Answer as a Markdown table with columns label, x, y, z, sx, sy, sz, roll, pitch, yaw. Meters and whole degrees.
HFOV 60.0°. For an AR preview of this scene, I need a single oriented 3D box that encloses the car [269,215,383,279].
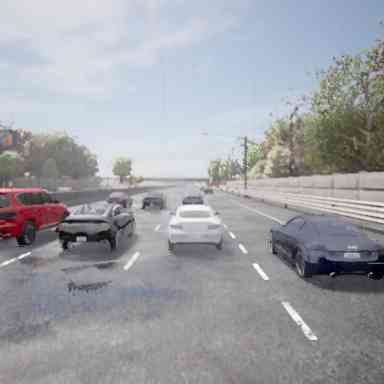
| label | x | y | z | sx | sy | sz | roll | pitch | yaw |
| --- | --- | --- | --- | --- | --- | --- | --- | --- | --- |
| car | 3.512 | 1.317 | 9.312 | 1.994 | 1.385 | 4.181 | 0 | 1 | 0 |

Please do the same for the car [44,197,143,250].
| label | x | y | z | sx | sy | sz | roll | pitch | yaw |
| --- | --- | --- | --- | --- | --- | --- | --- | --- | --- |
| car | -3.398 | 1.171 | 12.639 | 2.128 | 1.511 | 4.902 | 0 | 1 | 0 |

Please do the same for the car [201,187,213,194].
| label | x | y | z | sx | sy | sz | roll | pitch | yaw |
| --- | --- | --- | --- | --- | --- | --- | --- | --- | --- |
| car | 3.509 | -0.276 | 71.943 | 1.837 | 1.490 | 4.892 | 0 | 1 | 0 |

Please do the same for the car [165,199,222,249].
| label | x | y | z | sx | sy | sz | roll | pitch | yaw |
| --- | --- | --- | --- | --- | --- | --- | --- | --- | --- |
| car | 0.101 | 1.205 | 12.676 | 1.812 | 1.442 | 4.674 | 0 | 1 | 0 |

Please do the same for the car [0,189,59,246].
| label | x | y | z | sx | sy | sz | roll | pitch | yaw |
| --- | --- | --- | --- | --- | --- | --- | --- | --- | --- |
| car | -6.899 | 0.880 | 13.488 | 2.150 | 2.045 | 5.566 | 0 | 1 | 0 |

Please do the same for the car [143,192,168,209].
| label | x | y | z | sx | sy | sz | roll | pitch | yaw |
| --- | --- | --- | --- | --- | --- | --- | --- | --- | --- |
| car | -3.396 | 0.741 | 30.553 | 1.837 | 1.490 | 4.892 | 0 | 1 | 0 |

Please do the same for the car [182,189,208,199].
| label | x | y | z | sx | sy | sz | roll | pitch | yaw |
| --- | --- | --- | --- | --- | --- | --- | --- | --- | --- |
| car | 0.104 | 0.729 | 30.481 | 2.128 | 1.511 | 4.902 | 0 | 1 | 0 |

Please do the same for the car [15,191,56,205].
| label | x | y | z | sx | sy | sz | roll | pitch | yaw |
| --- | --- | --- | --- | --- | --- | --- | --- | --- | --- |
| car | -17.587 | 0.607 | 37.733 | 2.033 | 1.411 | 5.357 | 0 | 1 | 0 |

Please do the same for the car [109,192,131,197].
| label | x | y | z | sx | sy | sz | roll | pitch | yaw |
| --- | --- | --- | --- | --- | --- | --- | --- | --- | --- |
| car | -6.897 | 0.736 | 31.619 | 1.812 | 1.442 | 4.674 | 0 | 1 | 0 |

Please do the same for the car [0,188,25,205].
| label | x | y | z | sx | sy | sz | roll | pitch | yaw |
| --- | --- | --- | --- | --- | --- | --- | --- | --- | --- |
| car | -21.084 | 0.415 | 37.528 | 2.097 | 1.767 | 4.553 | 0 | 1 | 0 |
